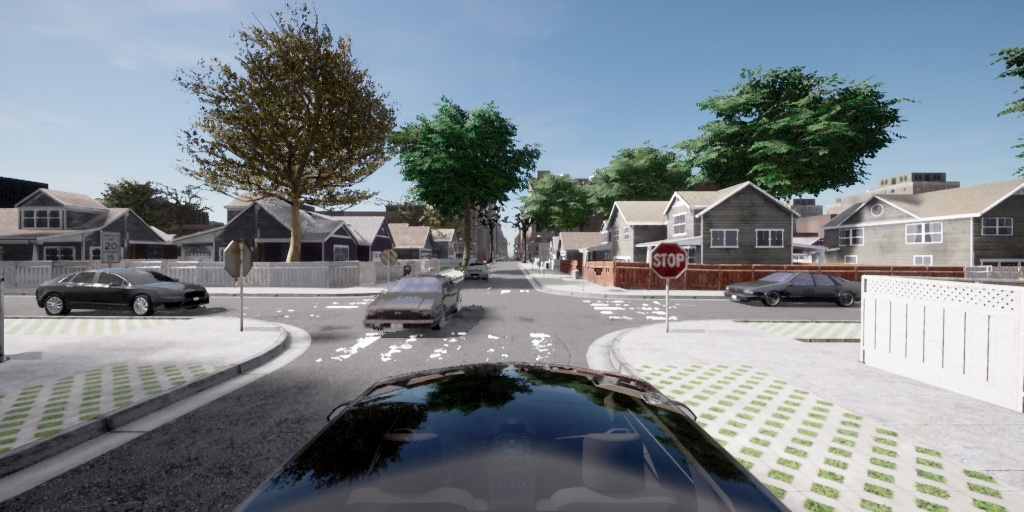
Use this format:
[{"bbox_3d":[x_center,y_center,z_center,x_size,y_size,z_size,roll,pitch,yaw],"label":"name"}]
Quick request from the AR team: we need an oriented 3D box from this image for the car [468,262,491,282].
[{"bbox_3d":[-2.778,1.299,29.119,1.837,1.490,4.892,0,0,0],"label":"car"}]

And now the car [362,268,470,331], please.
[{"bbox_3d":[-2.754,1.291,11.226,2.033,1.411,5.357,0,0,0],"label":"car"}]

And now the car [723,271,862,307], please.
[{"bbox_3d":[12.154,1.372,15.323,5.357,1.411,2.033,0,0,0],"label":"car"}]

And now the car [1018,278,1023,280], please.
[{"bbox_3d":[23.773,1.373,15.333,5.008,1.535,1.882,0,0,0],"label":"car"}]

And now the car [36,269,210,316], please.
[{"bbox_3d":[-13.174,1.193,12.289,4.892,1.490,1.837,0,0,2],"label":"car"}]
